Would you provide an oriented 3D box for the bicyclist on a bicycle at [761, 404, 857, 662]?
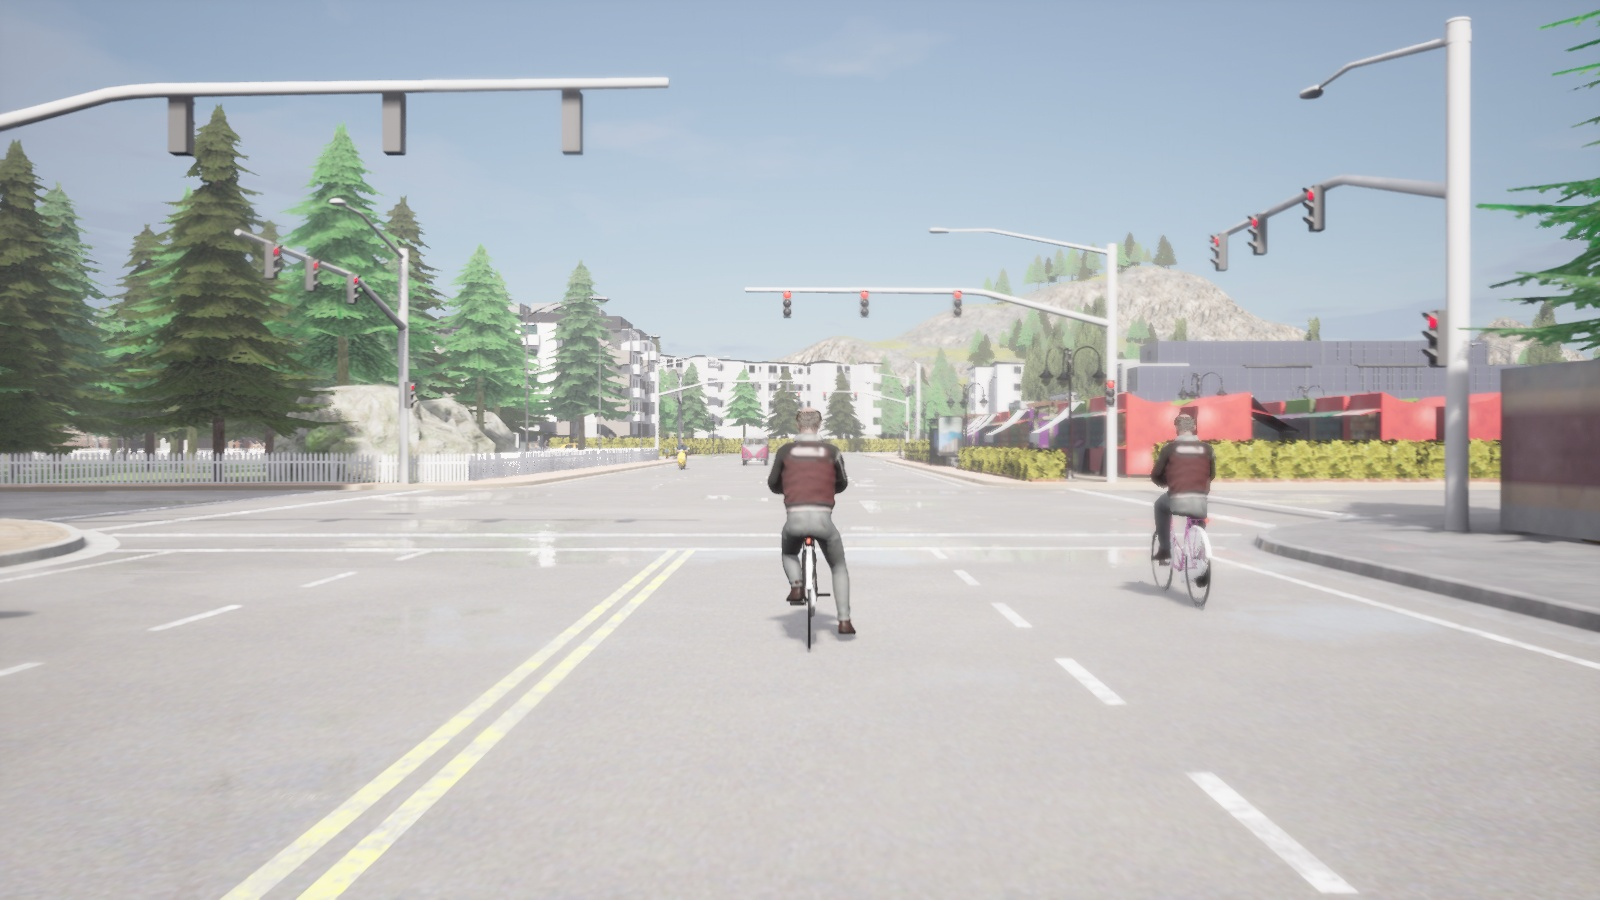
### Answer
[{"bbox_3d":[0.069,0.563,9.563,0.659,1.776,1.843,0,1,0],"label":"bicyclist on a bicycle"}]

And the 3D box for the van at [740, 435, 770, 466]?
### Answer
[{"bbox_3d":[-3.010,0.020,84.738,1.775,1.987,4.442,0,0,0],"label":"van"}]

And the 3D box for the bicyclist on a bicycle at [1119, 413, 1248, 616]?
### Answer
[{"bbox_3d":[3.582,0.553,11.878,0.659,1.776,1.843,0,1,0],"label":"bicyclist on a bicycle"}]
